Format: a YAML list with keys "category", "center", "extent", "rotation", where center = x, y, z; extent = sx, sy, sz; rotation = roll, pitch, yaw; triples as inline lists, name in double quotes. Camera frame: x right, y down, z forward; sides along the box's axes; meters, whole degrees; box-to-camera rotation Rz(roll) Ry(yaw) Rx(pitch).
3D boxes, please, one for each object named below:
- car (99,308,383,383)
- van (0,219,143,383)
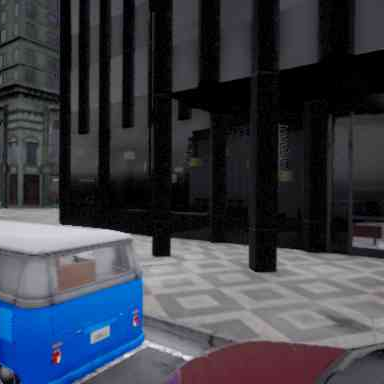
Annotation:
- category: "car"
  center: [1.614, 1.582, 1.818]
  extent: [4.206, 1.307, 1.802]
  rotation: [0, 1, 35]
- category: "van"
  center: [-2.528, 1.350, 4.773]
  extent: [3.998, 1.788, 1.690]
  rotation: [0, 1, 35]
